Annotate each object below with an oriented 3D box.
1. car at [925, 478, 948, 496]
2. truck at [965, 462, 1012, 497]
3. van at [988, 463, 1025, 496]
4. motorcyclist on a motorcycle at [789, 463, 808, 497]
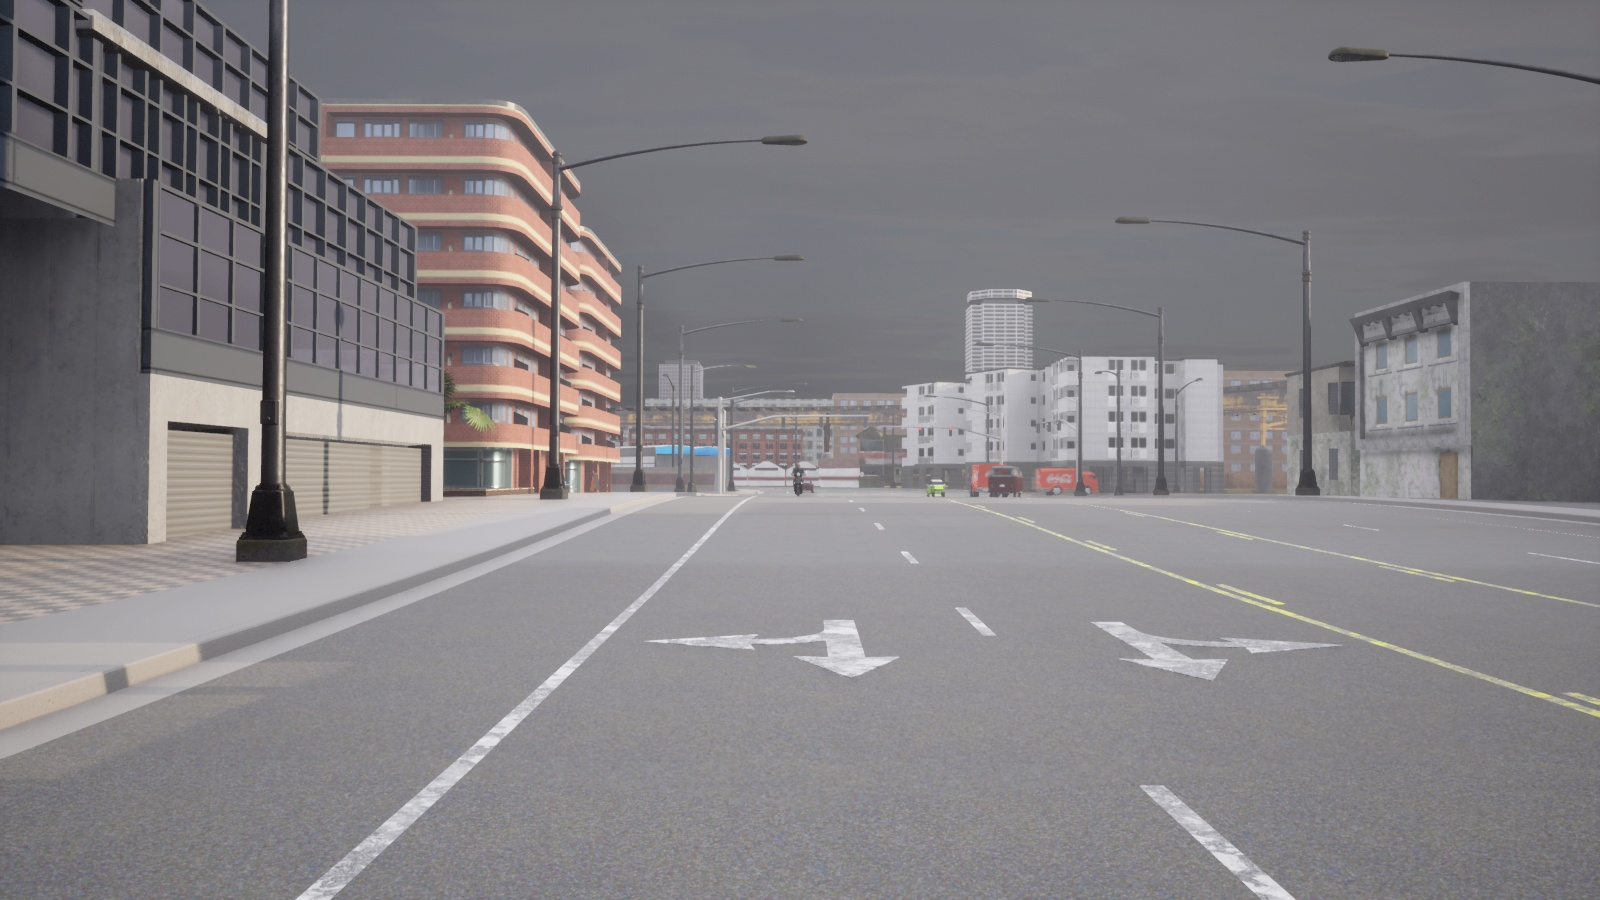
[{"bbox_3d":[10.393,2.837,95.417,1.481,1.376,2.207,0,-2,0],"label":"car"},{"bbox_3d":[13.898,2.197,92.835,2.627,2.467,5.204,0,-2,0],"label":"truck"},{"bbox_3d":[12.911,1.902,78.374,1.775,1.987,4.442,-1,-2,16],"label":"van"},{"bbox_3d":[-0.071,1.457,60.726,0.866,1.590,1.817,0,-2,0],"label":"motorcyclist on a motorcycle"}]
